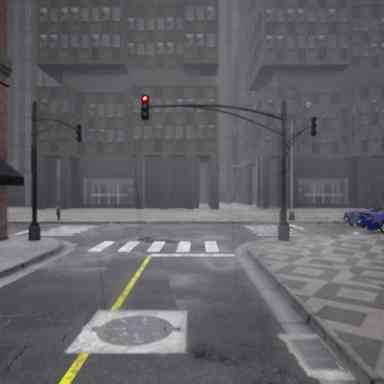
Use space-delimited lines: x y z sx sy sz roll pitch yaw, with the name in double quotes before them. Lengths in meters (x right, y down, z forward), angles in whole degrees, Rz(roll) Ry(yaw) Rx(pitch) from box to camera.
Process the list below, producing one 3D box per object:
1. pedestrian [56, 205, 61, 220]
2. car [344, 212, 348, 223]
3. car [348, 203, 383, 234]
"pedestrian" -9.836 1.528 24.550 0.500 1.100 0.500 0 0 1
"car" 12.374 1.454 21.268 5.008 1.535 1.882 0 0 1
"car" 11.654 1.455 18.220 5.008 1.535 1.882 0 0 1
